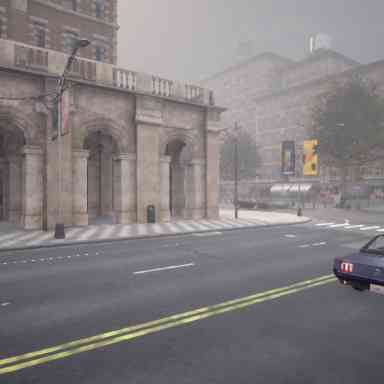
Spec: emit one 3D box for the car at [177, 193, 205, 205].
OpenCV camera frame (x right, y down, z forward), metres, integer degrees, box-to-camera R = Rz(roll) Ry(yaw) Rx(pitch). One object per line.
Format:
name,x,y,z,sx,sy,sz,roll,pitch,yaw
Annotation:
car,-0.240,1.220,59.613,2.150,2.045,5.566,0,0,-36

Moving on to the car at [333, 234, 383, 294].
car,5.426,1.601,7.762,4.718,1.301,1.895,0,0,-36

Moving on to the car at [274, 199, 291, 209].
car,10.759,1.601,44.400,1.895,1.301,4.718,0,0,-36

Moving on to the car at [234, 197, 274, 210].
car,7.610,1.478,42.782,1.882,1.535,5.008,0,0,-36
